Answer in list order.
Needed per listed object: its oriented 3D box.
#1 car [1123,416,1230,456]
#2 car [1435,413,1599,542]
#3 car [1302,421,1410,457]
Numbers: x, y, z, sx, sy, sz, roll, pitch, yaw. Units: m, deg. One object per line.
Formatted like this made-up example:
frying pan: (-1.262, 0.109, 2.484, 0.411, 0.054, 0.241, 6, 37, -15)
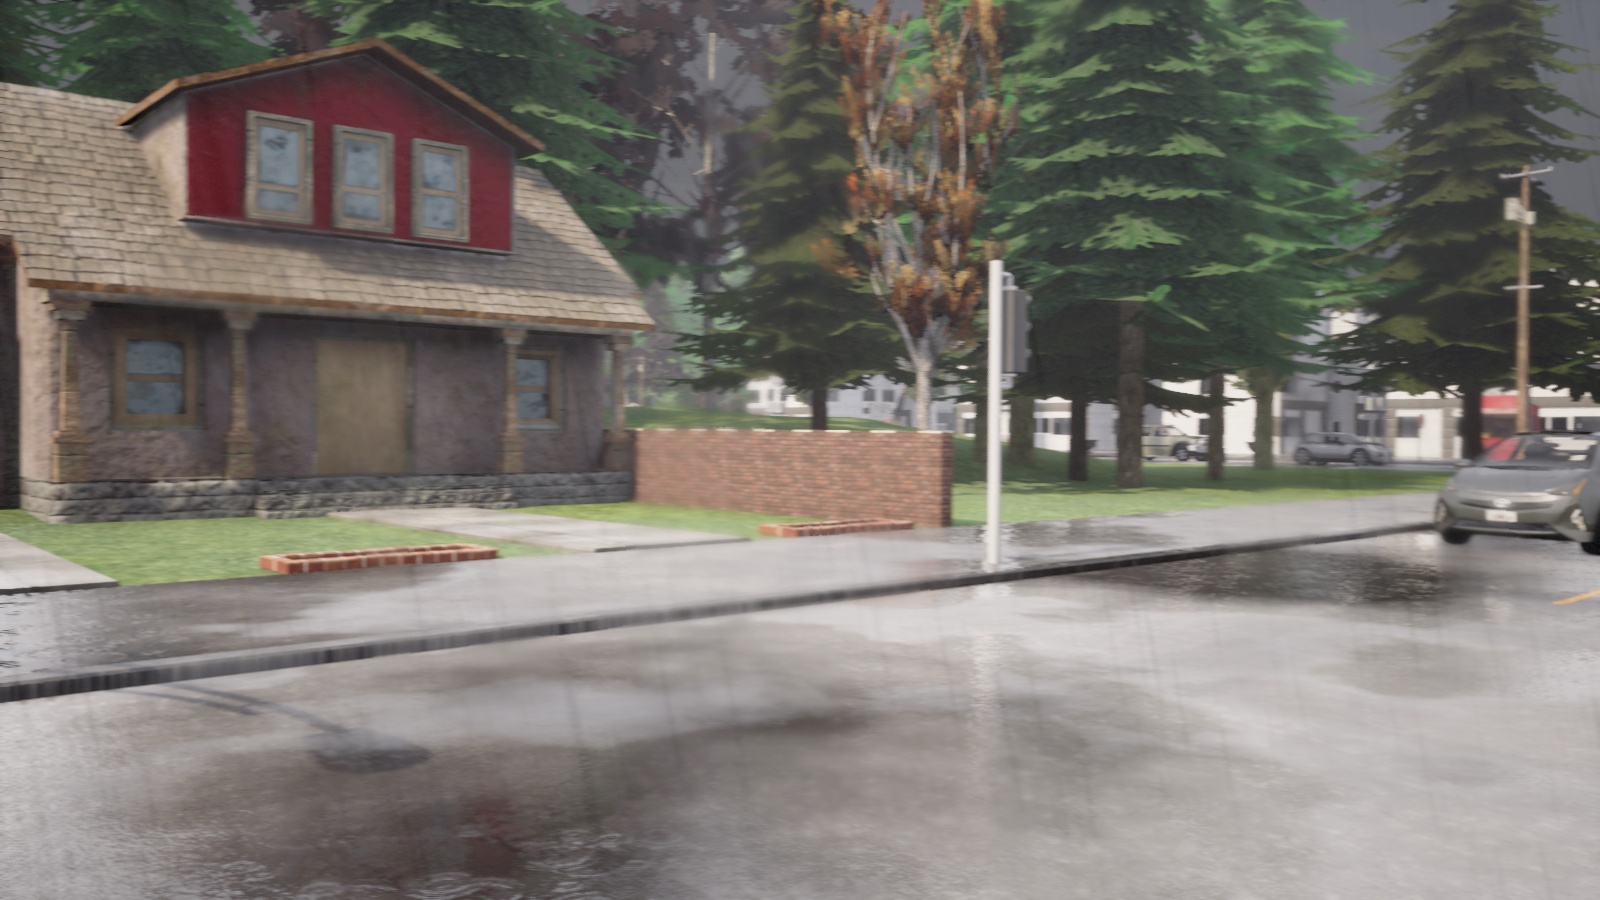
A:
car: (18.146, -0.681, 60.712, 1.932, 1.855, 4.605, -2, 1, -42)
car: (10.489, 0.275, 16.878, 4.514, 1.525, 2.007, -2, 1, -42)
car: (23.968, -0.486, 54.194, 1.970, 1.475, 3.806, -1, 1, -41)
